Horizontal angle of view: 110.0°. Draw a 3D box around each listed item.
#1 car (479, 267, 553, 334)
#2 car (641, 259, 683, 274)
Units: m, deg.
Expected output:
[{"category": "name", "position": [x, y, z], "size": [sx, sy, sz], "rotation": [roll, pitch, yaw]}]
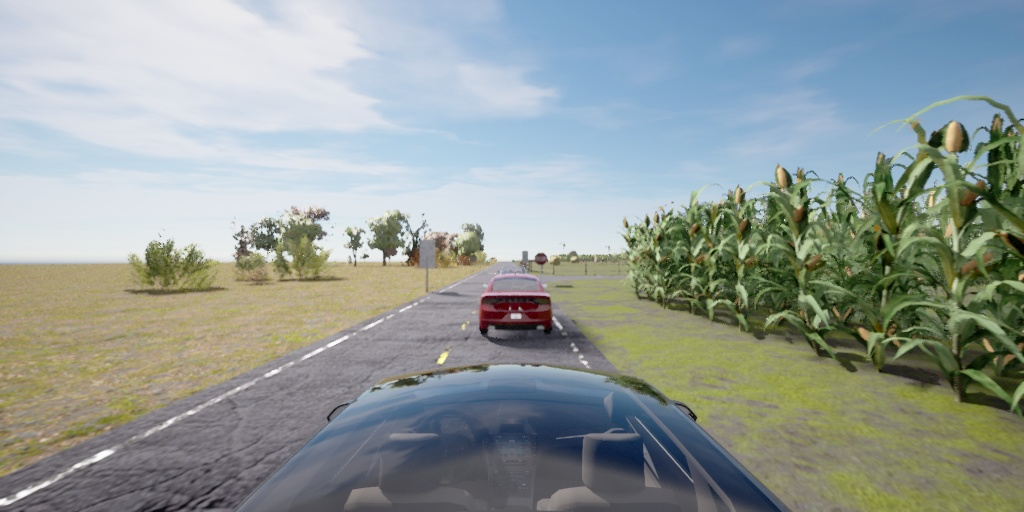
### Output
[{"category": "car", "position": [0.096, 1.270, 10.864], "size": [1.882, 1.535, 5.008], "rotation": [0, 0, 0]}, {"category": "car", "position": [15.152, 1.134, 36.625], "size": [4.553, 1.767, 2.097], "rotation": [-1, -1, -1]}]
